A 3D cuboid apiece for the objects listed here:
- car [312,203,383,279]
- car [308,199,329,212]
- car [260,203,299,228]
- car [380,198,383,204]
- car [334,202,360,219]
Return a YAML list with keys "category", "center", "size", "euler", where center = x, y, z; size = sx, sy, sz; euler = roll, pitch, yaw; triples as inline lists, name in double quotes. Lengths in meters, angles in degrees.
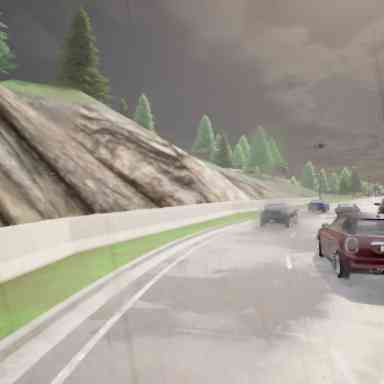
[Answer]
- category: "car"
  center: [5.172, 1.394, 10.098]
  size: [2.097, 1.767, 4.553]
  euler: [1, 0, 12]
- category: "car"
  center: [15.005, 1.601, 39.333]
  size: [1.882, 1.535, 5.008]
  euler: [0, 0, 29]
- category: "car"
  center: [6.048, 1.555, 22.799]
  size: [1.837, 1.490, 4.892]
  euler: [0, 0, 27]
- category: "car"
  center: [13.950, 1.336, 22.769]
  size: [2.150, 2.045, 5.566]
  euler: [0, 0, 28]
- category: "car"
  center: [15.026, 1.724, 32.105]
  size: [1.895, 1.301, 4.718]
  euler: [0, 0, 29]
